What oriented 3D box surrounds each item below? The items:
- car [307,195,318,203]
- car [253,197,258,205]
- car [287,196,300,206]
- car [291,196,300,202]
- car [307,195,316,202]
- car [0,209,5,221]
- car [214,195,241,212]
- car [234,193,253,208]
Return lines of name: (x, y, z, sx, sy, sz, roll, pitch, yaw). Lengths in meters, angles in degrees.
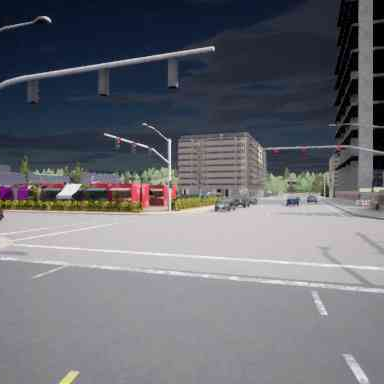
car: (24.573, 1.541, 67.778, 2.033, 1.411, 5.357, 0, 0, 18)
car: (10.359, 1.564, 58.613, 1.994, 1.385, 4.181, 0, 0, 19)
car: (17.003, 1.477, 55.866, 1.882, 1.535, 5.008, 0, 0, 18)
car: (24.411, 1.553, 78.421, 1.994, 1.385, 4.181, 0, 0, 18)
car: (27.840, 1.524, 77.641, 1.812, 1.442, 4.674, 0, 0, 18)
car: (-17.102, 1.533, 26.147, 5.008, 1.535, 1.882, 0, 0, 19)
car: (4.024, 1.491, 39.686, 2.128, 1.511, 4.902, 0, 0, 18)
car: (7.157, 1.221, 49.079, 2.150, 2.045, 5.566, 0, 0, 18)
